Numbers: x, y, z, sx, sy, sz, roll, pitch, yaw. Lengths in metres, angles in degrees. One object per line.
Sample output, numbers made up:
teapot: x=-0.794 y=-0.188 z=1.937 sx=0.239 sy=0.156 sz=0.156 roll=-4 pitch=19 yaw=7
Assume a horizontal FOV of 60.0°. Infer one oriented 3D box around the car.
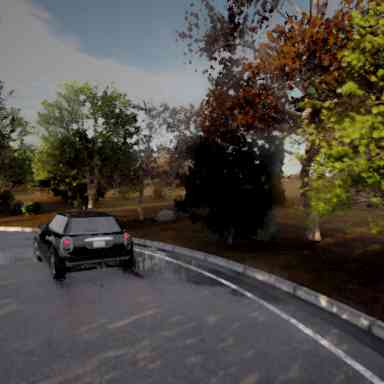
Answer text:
car: x=-3.489 y=1.348 z=10.295 sx=2.097 sy=1.767 sz=4.553 roll=0 pitch=0 yaw=-32
